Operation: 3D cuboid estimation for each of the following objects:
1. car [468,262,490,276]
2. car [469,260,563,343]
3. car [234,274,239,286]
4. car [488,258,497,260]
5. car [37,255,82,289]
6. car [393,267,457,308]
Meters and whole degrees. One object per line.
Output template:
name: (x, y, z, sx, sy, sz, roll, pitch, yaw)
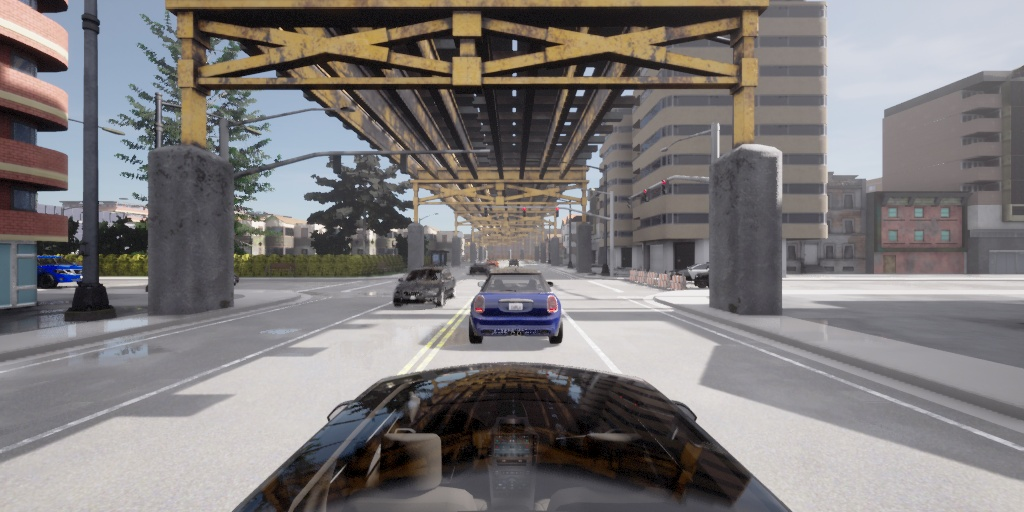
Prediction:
car: (-3.483, 1.351, 38.863, 1.895, 1.301, 4.718, 0, 0, 1)
car: (0.102, 1.102, 9.794, 2.097, 1.767, 4.553, 0, 0, 1)
car: (-19.785, 1.276, 22.452, 4.674, 1.442, 1.812, 0, 0, 0)
car: (-3.310, 1.101, 61.029, 2.097, 1.767, 4.553, 0, 0, 1)
car: (-29.647, 0.971, 22.512, 5.566, 2.045, 2.150, 0, 0, 0)
car: (-3.554, 1.255, 15.307, 1.837, 1.490, 4.892, 0, 0, 0)
